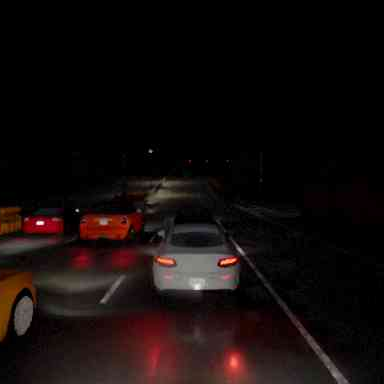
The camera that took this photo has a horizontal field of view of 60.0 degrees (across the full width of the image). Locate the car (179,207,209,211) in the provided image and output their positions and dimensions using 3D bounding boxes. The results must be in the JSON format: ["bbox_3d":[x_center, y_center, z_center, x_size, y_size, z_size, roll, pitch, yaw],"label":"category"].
[{"bbox_3d":[0.094,1.403,17.185,1.895,1.301,4.718,0,1,0],"label":"car"}]

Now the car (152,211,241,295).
[{"bbox_3d":[0.094,1.429,8.296,1.812,1.442,4.674,0,1,0],"label":"car"}]

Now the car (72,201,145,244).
[{"bbox_3d":[-3.406,1.180,14.943,2.097,1.767,4.553,0,1,0],"label":"car"}]

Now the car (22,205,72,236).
[{"bbox_3d":[-6.906,1.367,17.141,1.994,1.385,4.181,0,1,0],"label":"car"}]

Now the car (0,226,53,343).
[{"bbox_3d":[-3.401,1.439,3.280,1.882,1.535,5.008,0,1,0],"label":"car"}]
